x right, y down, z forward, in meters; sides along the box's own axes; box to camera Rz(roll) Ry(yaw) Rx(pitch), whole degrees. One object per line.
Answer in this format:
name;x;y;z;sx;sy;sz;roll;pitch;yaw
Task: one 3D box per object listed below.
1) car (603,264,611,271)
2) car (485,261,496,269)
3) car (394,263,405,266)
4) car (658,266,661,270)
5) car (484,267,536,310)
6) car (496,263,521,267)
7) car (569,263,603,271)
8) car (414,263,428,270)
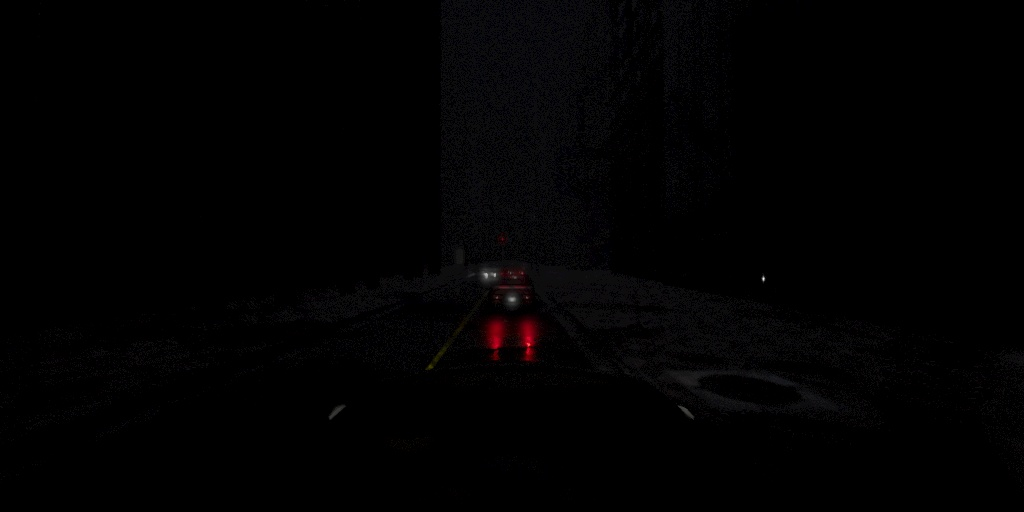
car;18.003;1.932;60.210;4.313;1.339;1.948;0;0;0
car;-3.002;1.832;52.846;2.033;1.411;5.357;0;-1;0
car;-20.056;1.797;60.089;4.507;1.381;1.888;0;0;0
car;23.840;1.917;60.229;4.829;1.417;1.751;0;0;0
car;0.020;1.383;15.380;2.128;1.511;4.902;0;0;0
car;0.020;1.397;30.309;2.097;1.767;4.553;0;-1;0
car;12.333;1.896;60.192;4.403;1.370;2.007;0;0;0
car;-14.586;1.789;60.107;4.829;1.417;1.751;0;0;0
